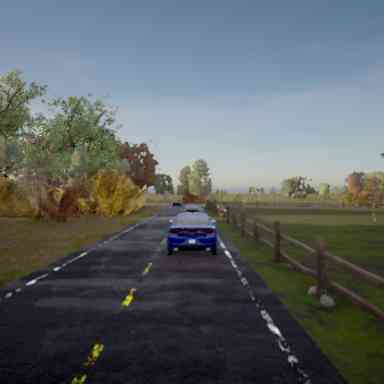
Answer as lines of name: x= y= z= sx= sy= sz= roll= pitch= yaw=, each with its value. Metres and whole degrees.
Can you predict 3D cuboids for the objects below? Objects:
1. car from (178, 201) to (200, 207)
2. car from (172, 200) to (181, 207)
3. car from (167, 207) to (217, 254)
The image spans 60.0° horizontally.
car: x=0.012 y=1.785 z=28.504 sx=1.837 sy=1.490 sz=4.892 roll=0 pitch=0 yaw=0
car: x=-2.778 y=2.207 z=62.795 sx=1.895 sy=1.301 sz=4.718 roll=0 pitch=-1 yaw=0
car: x=0.021 y=1.617 z=14.256 sx=1.882 sy=1.535 sz=5.008 roll=0 pitch=0 yaw=0
